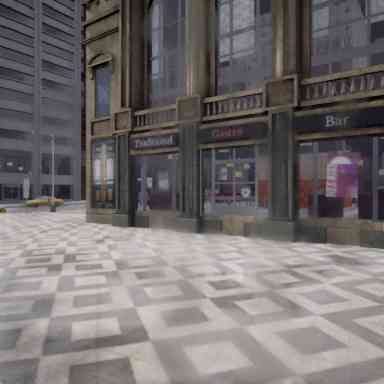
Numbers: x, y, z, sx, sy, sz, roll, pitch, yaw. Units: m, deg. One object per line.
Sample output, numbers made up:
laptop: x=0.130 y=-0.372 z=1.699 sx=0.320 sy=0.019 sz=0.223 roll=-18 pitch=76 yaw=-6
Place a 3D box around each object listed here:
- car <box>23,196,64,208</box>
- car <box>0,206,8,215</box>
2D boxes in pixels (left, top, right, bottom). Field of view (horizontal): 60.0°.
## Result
car: x=-18.529 y=1.146 z=41.593 sx=1.752 sy=1.417 sz=4.829 roll=1 pitch=2 yaw=36
car: x=-18.052 y=1.343 z=27.692 sx=1.752 sy=1.417 sz=4.829 roll=1 pitch=2 yaw=36
